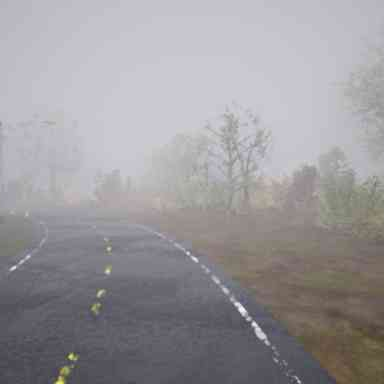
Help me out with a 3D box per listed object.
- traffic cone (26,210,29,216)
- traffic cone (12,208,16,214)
[{"bbox_3d":[-15.597,1.986,31.520,0.340,0.580,0.340,-1,0,-40],"label":"traffic cone"},{"bbox_3d":[-18.808,1.996,35.045,0.340,0.580,0.340,0,0,45],"label":"traffic cone"}]
